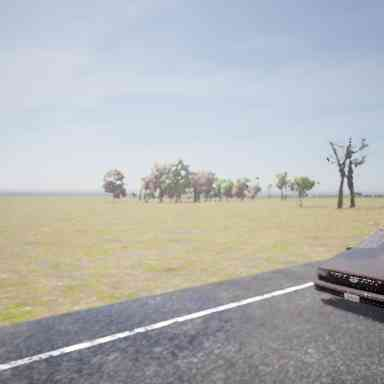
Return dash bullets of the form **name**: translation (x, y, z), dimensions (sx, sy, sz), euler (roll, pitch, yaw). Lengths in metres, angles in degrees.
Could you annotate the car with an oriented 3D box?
- **car**: translation (5.095, 1.543, 7.660), dimensions (5.357, 1.411, 2.033), euler (0, 0, -36)
